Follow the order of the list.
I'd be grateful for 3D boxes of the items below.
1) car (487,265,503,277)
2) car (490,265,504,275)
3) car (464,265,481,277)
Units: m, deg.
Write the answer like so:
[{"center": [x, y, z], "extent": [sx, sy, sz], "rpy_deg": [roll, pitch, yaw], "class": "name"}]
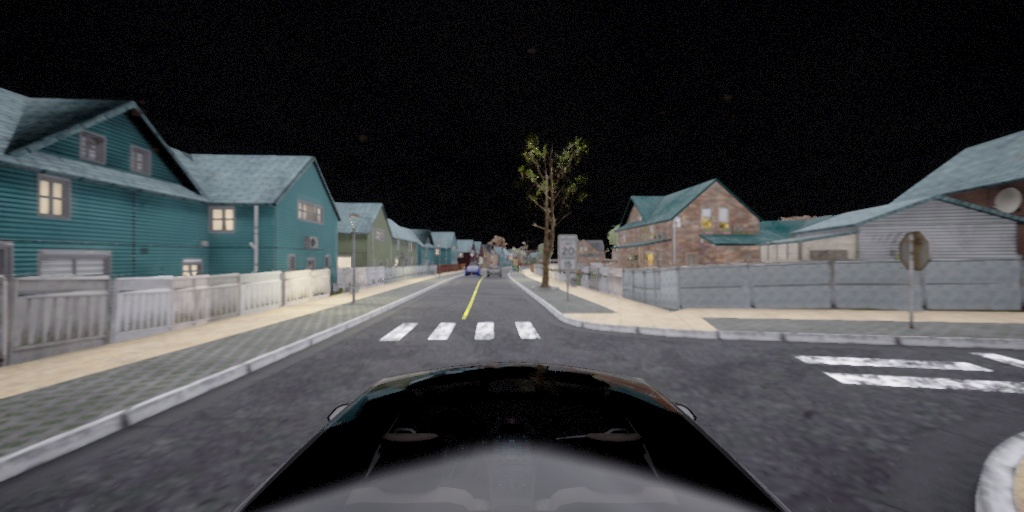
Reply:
[{"center": [-2.207, 1.928, 45.885], "extent": [2.128, 1.511, 4.902], "rpy_deg": [0, -1, -1], "class": "car"}, {"center": [-2.411, 2.202, 57.766], "extent": [2.033, 1.411, 5.357], "rpy_deg": [0, -1, 0], "class": "car"}, {"center": [-5.056, 1.937, 46.696], "extent": [1.882, 1.535, 5.008], "rpy_deg": [0, -1, -1], "class": "car"}]
